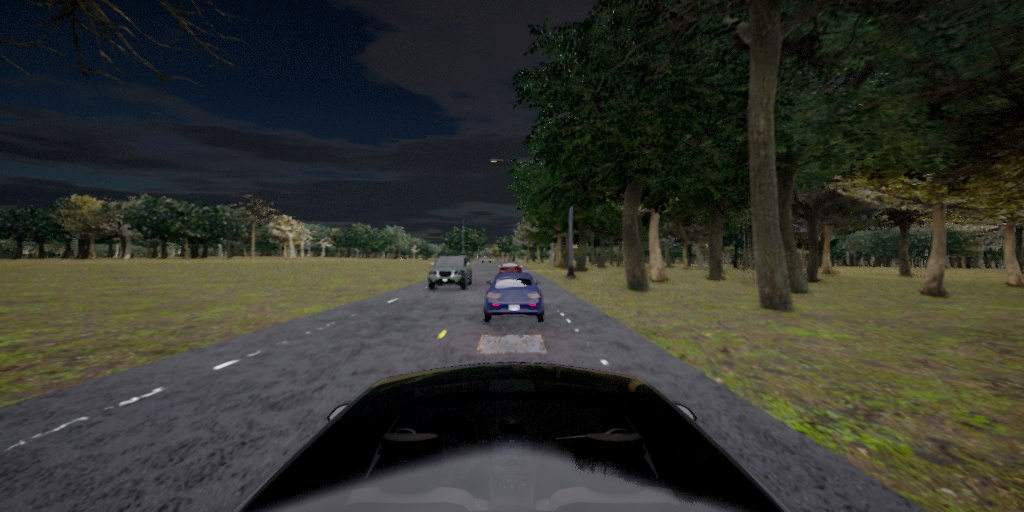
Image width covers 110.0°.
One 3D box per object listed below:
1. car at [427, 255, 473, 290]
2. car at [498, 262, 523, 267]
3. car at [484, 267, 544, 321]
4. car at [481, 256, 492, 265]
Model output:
[{"bbox_3d":[-3.727,0.956,22.552,2.150,2.045,5.566,0,0,-1],"label":"car"},{"bbox_3d":[-0.125,1.200,30.093,1.882,1.535,5.008,0,0,-1],"label":"car"},{"bbox_3d":[0.058,1.270,12.286,1.812,1.442,4.674,0,0,0],"label":"car"},{"bbox_3d":[-4.442,0.708,63.051,1.882,1.535,5.008,0,0,-2],"label":"car"}]
